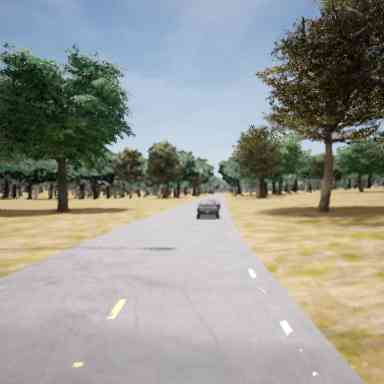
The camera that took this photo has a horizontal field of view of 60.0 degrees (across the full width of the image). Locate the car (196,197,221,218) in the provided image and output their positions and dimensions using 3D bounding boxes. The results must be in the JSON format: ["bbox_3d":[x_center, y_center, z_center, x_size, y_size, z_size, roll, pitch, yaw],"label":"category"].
[{"bbox_3d":[1.420,1.370,28.584,2.128,1.511,4.902,0,0,5],"label":"car"}]

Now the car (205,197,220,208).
[{"bbox_3d":[2.896,1.394,45.264,1.895,1.301,4.718,0,0,5],"label":"car"}]
